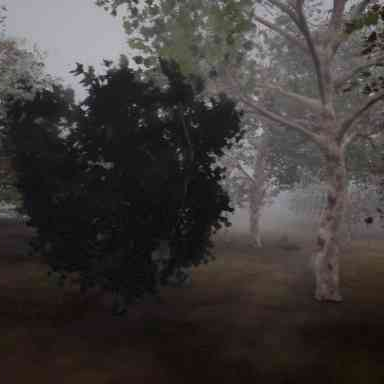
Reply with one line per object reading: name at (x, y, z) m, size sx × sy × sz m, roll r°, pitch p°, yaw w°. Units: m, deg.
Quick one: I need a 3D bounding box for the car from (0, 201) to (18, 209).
car at (-46.365, 3.143, 82.761) m, size 1.946 × 1.575 × 5.366 m, roll 1°, pitch 1°, yaw 19°

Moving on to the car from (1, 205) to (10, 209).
car at (-41.728, 3.042, 78.797) m, size 2.435 × 2.045 × 5.566 m, roll 1°, pitch 2°, yaw 19°
